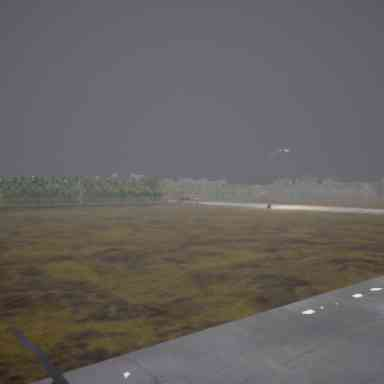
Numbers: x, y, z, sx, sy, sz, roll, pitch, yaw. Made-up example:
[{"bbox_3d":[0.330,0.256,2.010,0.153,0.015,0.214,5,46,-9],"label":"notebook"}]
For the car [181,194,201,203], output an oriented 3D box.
[{"bbox_3d":[-0.302,1.218,63.054,2.128,1.511,4.902,-1,1,-35],"label":"car"}]
